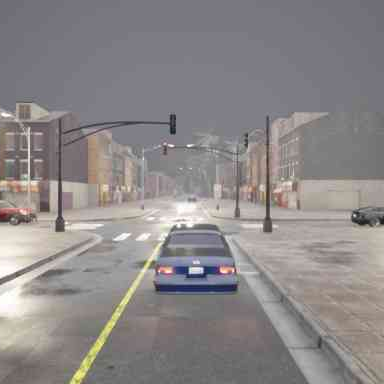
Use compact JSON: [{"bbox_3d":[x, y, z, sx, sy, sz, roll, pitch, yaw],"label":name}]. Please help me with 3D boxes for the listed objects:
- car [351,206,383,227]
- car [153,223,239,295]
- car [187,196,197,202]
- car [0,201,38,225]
[{"bbox_3d":[12.351,1.522,21.002,4.313,1.339,1.947,0,0,0],"label":"car"},{"bbox_3d":[0.080,1.549,8.885,2.033,1.411,5.357,0,0,0],"label":"car"},{"bbox_3d":[0.002,1.548,75.819,1.882,1.535,5.008,0,0,0],"label":"car"},{"bbox_3d":[-13.472,1.396,23.602,4.553,1.767,2.097,0,0,-1],"label":"car"}]
